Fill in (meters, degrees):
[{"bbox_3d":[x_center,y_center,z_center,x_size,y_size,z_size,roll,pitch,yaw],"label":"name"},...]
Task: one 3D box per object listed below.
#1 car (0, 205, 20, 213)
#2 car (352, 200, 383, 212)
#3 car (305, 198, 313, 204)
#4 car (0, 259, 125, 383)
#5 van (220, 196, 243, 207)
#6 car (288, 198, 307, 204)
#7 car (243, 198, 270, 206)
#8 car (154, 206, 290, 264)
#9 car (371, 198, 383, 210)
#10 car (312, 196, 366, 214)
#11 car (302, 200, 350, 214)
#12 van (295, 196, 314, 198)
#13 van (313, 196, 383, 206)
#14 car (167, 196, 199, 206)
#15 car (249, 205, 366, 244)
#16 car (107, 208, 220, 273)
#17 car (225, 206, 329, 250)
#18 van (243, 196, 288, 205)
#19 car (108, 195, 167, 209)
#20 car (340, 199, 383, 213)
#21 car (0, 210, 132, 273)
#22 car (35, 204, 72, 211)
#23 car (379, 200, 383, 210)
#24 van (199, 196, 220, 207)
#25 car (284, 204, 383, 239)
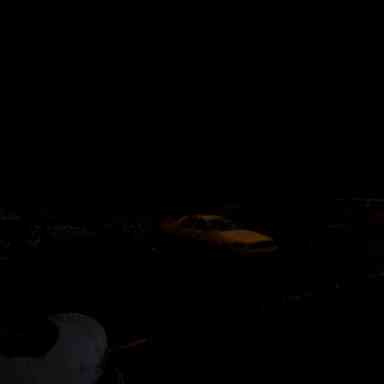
[{"bbox_3d":[-11.430,1.549,20.112,2.002,1.452,4.674,0,0,-35],"label":"car"},{"bbox_3d":[24.806,1.911,45.832,2.002,1.452,4.674,1,-1,-35],"label":"car"},{"bbox_3d":[11.136,1.686,36.165,2.163,1.488,4.792,1,0,-35],"label":"car"},{"bbox_3d":[-2.667,1.521,1.784,4.674,1.442,1.812,0,0,-35],"label":"car"},{"bbox_3d":[2.160,1.360,29.900,1.878,1.987,4.442,0,0,-35],"label":"van"},{"bbox_3d":[8.984,1.662,34.637,2.163,1.488,4.792,0,0,-35],"label":"car"},{"bbox_3d":[4.482,1.598,31.412,2.097,1.535,5.008,0,0,-35],"label":"car"},{"bbox_3d":[0.792,1.533,12.517,1.946,1.575,5.366,0,0,-35],"label":"car"},{"bbox_3d":[29.203,1.817,48.996,2.185,1.767,4.553,1,-1,-35],"label":"car"},{"bbox_3d":[18.016,1.509,41.049,2.435,2.045,5.566,1,-1,-35],"label":"car"},{"bbox_3d":[15.788,1.753,39.398,2.163,1.488,4.792,1,-1,-35],"label":"car"},{"bbox_3d":[13.347,1.461,37.843,1.878,1.987,4.442,1,0,-35],"label":"van"},{"bbox_3d":[9.672,1.361,19.193,1.878,1.987,4.442,0,0,-35],"label":"van"},{"bbox_3d":[-2.273,1.309,26.575,2.435,2.045,5.566,0,0,-35],"label":"car"},{"bbox_3d":[5.229,1.591,15.859,2.163,1.488,4.792,0,0,-35],"label":"car"},{"bbox_3d":[-1.583,1.524,11.067,2.231,1.521,4.892,0,0,-35],"label":"car"},{"bbox_3d":[2.965,1.578,14.252,2.163,1.488,4.792,0,0,-35],"label":"car"},{"bbox_3d":[6.820,1.388,32.933,1.878,1.987,4.442,0,0,-36],"label":"van"},{"bbox_3d":[-4.532,1.296,24.972,2.435,2.045,5.566,0,0,-35],"label":"car"},{"bbox_3d":[22.653,1.831,44.079,1.946,1.575,5.366,1,-1,-35],"label":"car"},{"bbox_3d":[-3.839,1.512,9.449,2.231,1.521,4.892,0,0,-35],"label":"car"},{"bbox_3d":[-9.065,1.522,21.781,2.097,1.535,5.008,0,0,-35],"label":"car"},{"bbox_3d":[31.483,1.979,50.569,2.097,1.535,5.008,1,-1,-35],"label":"car"},{"bbox_3d":[0.036,1.347,28.106,1.878,1.987,4.442,0,0,-35],"label":"van"},{"bbox_3d":[7.492,1.604,17.466,2.163,1.488,4.792,0,0,-35],"label":"car"}]
